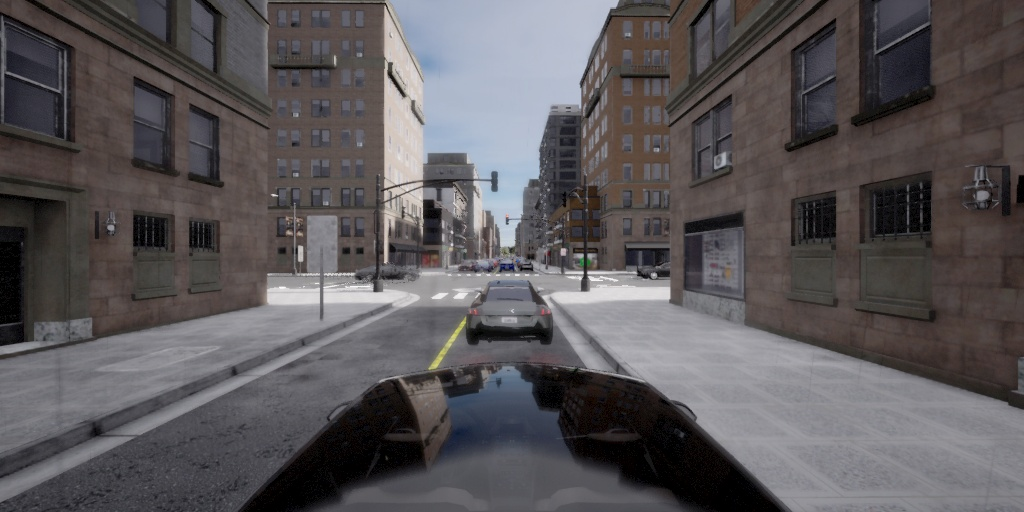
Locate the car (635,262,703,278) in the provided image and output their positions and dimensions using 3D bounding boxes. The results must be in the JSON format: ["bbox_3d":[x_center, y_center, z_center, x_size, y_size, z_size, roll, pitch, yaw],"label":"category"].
[{"bbox_3d":[14.481,1.243,33.238,5.357,1.411,2.033,0,0,-1],"label":"car"}]

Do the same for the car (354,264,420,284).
[{"bbox_3d":[-9.337,1.304,27.027,4.674,1.442,1.812,0,0,-13],"label":"car"}]

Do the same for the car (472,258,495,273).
[{"bbox_3d":[-3.546,1.310,44.589,1.812,1.442,4.674,0,0,1],"label":"car"}]

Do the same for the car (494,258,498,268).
[{"bbox_3d":[-3.591,1.348,54.268,2.033,1.411,5.357,0,0,0],"label":"car"}]

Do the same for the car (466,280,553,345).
[{"bbox_3d":[-0.065,1.314,9.532,1.994,1.385,4.181,0,0,0],"label":"car"}]

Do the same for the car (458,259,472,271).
[{"bbox_3d":[-6.094,1.230,48.543,1.967,1.591,4.097,0,0,0],"label":"car"}]

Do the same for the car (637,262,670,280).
[{"bbox_3d":[12.956,1.201,29.967,4.892,1.490,1.837,0,0,-1],"label":"car"}]

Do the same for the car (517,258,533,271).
[{"bbox_3d":[1.931,1.356,48.602,1.948,1.339,4.313,0,0,0],"label":"car"}]

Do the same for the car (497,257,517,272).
[{"bbox_3d":[-0.613,1.266,47.551,1.882,1.535,5.008,0,0,0],"label":"car"}]
